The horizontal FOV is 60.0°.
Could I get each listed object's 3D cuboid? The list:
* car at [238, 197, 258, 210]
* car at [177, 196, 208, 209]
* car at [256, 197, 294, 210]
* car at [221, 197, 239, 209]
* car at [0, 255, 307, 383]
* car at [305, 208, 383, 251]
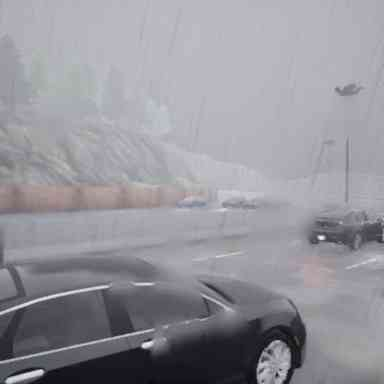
[{"bbox_3d":[7.458,1.316,37.237,2.033,1.411,5.357,1,1,32],"label":"car"},{"bbox_3d":[0.122,1.220,38.792,1.812,1.442,4.674,1,1,34],"label":"car"},{"bbox_3d":[8.253,1.416,32.113,1.895,1.301,4.718,1,1,35],"label":"car"},{"bbox_3d":[5.451,1.272,40.676,2.033,1.411,5.357,1,1,30],"label":"car"},{"bbox_3d":[-0.837,1.466,3.489,4.892,1.490,1.837,0,1,-34],"label":"car"},{"bbox_3d":[6.585,1.447,14.002,4.892,1.490,1.837,0,1,-43],"label":"car"}]
